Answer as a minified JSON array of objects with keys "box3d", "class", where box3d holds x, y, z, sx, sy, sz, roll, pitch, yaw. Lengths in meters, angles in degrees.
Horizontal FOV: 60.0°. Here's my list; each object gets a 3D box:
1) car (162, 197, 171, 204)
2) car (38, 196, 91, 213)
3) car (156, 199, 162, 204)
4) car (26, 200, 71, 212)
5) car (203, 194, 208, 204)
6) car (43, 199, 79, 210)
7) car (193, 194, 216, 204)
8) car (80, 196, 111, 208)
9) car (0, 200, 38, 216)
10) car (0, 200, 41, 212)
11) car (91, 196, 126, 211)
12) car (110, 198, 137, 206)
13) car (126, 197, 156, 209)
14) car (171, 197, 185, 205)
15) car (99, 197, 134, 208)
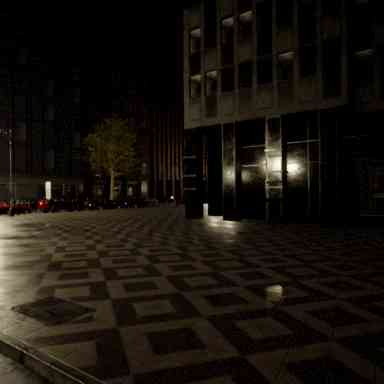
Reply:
[{"box3d":[-4.659,1.560,63.211,1.947,1.339,4.313,-1,0,35],"class":"car"},{"box3d":[-13.723,1.279,35.179,2.192,1.841,5.009,-1,0,35],"class":"car"},{"box3d":[-7.970,1.530,58.435,1.752,1.417,4.829,-1,0,35],"class":"car"},{"box3d":[-17.232,1.625,40.246,1.895,1.301,4.718,-1,0,35],"class":"car"},{"box3d":[2.340,1.211,58.349,2.192,1.841,5.009,-1,0,35],"class":"car"},{"box3d":[-17.512,1.627,44.672,1.802,1.307,4.206,-1,0,35],"class":"car"},{"box3d":[2.425,1.271,62.996,2.097,1.767,4.553,-1,0,35],"class":"car"},{"box3d":[-14.301,1.470,49.306,1.967,1.590,4.097,-1,0,35],"class":"car"},{"box3d":[-16.934,1.565,30.543,1.802,1.307,4.206,-1,0,35],"class":"car"},{"box3d":[-20.725,1.628,40.038,1.947,1.339,4.313,-1,0,35],"class":"car"},{"box3d":[-10.509,1.513,39.812,1.947,1.339,4.313,-1,0,35],"class":"car"},{"box3d":[-11.086,1.598,53.941,1.802,1.307,4.206,-1,0,35],"class":"car"},{"box3d":[-7.296,1.497,44.445,1.947,1.339,4.313,-1,0,35],"class":"car"},{"box3d":[-0.871,1.451,53.713,1.887,1.381,4.507,-1,0,35],"class":"car"},{"box3d":[-11.060,1.486,49.121,2.128,1.511,4.902,-1,0,35],"class":"car"}]
